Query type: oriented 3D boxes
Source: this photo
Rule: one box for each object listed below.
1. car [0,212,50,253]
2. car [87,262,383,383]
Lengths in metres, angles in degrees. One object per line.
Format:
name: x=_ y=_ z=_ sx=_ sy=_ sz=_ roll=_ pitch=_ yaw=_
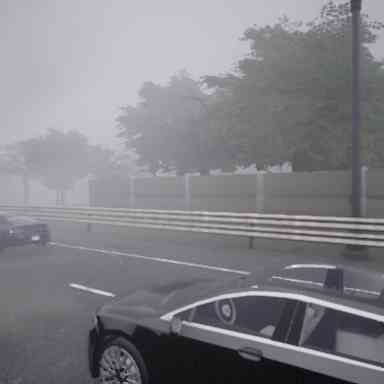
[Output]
car: x=-7.687 y=1.534 z=13.640 sx=4.674 sy=1.442 sz=1.812 roll=0 pitch=0 yaw=35
car: x=0.988 y=1.492 z=3.270 sx=4.902 sy=1.511 sz=2.128 roll=0 pitch=0 yaw=35
